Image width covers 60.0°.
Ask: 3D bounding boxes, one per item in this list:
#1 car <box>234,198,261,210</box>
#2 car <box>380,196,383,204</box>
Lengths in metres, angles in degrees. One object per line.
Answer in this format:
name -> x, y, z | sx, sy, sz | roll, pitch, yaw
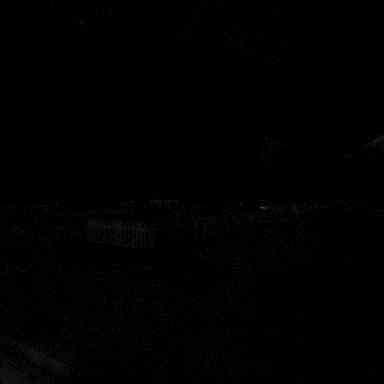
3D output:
car -> 7.365, 1.519, 43.550 | 2.033, 1.411, 5.357 | 0, 0, 32
car -> 34.776, 1.373, 59.469 | 1.845, 1.501, 3.633 | 0, 0, 34
